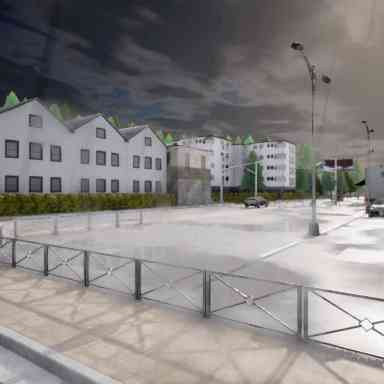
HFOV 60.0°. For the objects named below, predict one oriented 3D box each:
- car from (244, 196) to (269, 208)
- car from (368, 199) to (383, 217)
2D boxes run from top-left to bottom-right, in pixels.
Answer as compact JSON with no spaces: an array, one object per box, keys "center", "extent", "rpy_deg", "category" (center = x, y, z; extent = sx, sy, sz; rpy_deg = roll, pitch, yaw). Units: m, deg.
[{"center":[8.480,1.300,43.466],"extent":[2.128,1.511,4.902],"rpy_deg":[0,0,33],"category":"car"},{"center":[15.477,1.298,26.771],"extent":[2.007,1.523,4.514],"rpy_deg":[0,0,35],"category":"car"}]
